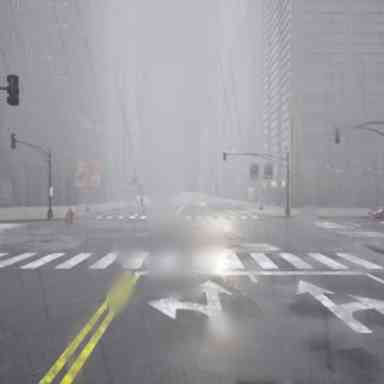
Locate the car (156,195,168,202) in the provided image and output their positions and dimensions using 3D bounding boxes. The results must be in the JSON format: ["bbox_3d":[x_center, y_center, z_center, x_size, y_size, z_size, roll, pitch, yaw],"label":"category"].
[{"bbox_3d":[-6.474,1.508,73.814,1.882,1.535,5.008,0,0,0],"label":"car"}]

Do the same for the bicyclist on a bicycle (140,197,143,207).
[{"bbox_3d":[-8.740,1.774,58.020,0.582,1.620,1.656,0,0,0],"label":"bicyclist on a bicycle"}]

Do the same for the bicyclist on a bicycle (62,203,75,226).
[{"bbox_3d":[-8.658,1.560,23.451,0.866,1.612,1.509,0,0,1],"label":"bicyclist on a bicycle"}]

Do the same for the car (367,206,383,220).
[{"bbox_3d":[16.688,1.498,27.324,4.097,1.590,1.967,0,1,0],"label":"car"}]
